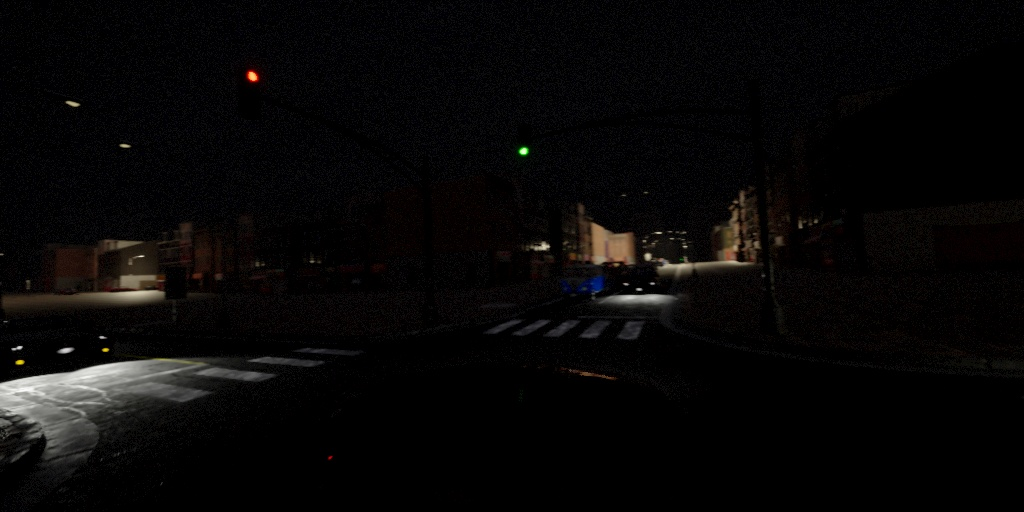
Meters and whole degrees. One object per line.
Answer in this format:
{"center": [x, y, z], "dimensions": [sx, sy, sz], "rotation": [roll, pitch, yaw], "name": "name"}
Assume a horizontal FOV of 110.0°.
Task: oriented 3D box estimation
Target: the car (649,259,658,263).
{"center": [21.048, 1.583, 55.315], "dimensions": [1.888, 1.381, 4.507], "rotation": [0, 0, 25], "name": "car"}

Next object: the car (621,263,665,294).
{"center": [7.909, 1.399, 21.590], "dimensions": [2.033, 1.411, 5.357], "rotation": [-4, -2, 25], "name": "car"}

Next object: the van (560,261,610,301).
{"center": [3.879, 1.356, 19.137], "dimensions": [1.690, 1.789, 3.998], "rotation": [0, 0, 25], "name": "van"}

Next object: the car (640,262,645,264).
{"center": [11.974, 1.546, 36.198], "dimensions": [1.888, 1.381, 4.507], "rotation": [0, 0, 25], "name": "car"}

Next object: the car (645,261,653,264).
{"center": [16.511, 1.594, 45.757], "dimensions": [1.802, 1.307, 4.207], "rotation": [0, 0, 25], "name": "car"}

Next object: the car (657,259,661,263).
{"center": [23.316, 1.496, 60.093], "dimensions": [1.967, 1.591, 4.097], "rotation": [0, 0, 25], "name": "car"}

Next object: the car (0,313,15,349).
{"center": [-22.374, 3.101, 14.439], "dimensions": [4.181, 1.385, 1.994], "rotation": [-4, -3, 25], "name": "car"}

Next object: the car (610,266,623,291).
{"center": [5.302, 1.561, 22.136], "dimensions": [2.007, 1.370, 4.403], "rotation": [0, 0, 25], "name": "car"}

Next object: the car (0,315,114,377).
{"center": [-13.419, 2.418, 10.200], "dimensions": [4.181, 1.385, 1.994], "rotation": [-4, -3, 25], "name": "car"}

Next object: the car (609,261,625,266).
{"center": [7.439, 1.320, 26.640], "dimensions": [2.192, 1.841, 5.009], "rotation": [0, 0, 25], "name": "car"}
